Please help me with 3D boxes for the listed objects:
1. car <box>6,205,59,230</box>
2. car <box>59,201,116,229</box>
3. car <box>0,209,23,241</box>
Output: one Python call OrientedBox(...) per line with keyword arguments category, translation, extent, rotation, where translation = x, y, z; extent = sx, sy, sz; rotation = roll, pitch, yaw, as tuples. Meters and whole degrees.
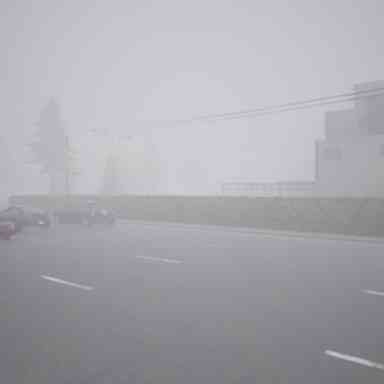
OrientedBox(category="car", translation=(-10.302, 1.530, 19.932), extent=(4.674, 1.442, 1.812), rotation=(0, 0, 35))
OrientedBox(category="car", translation=(-7.200, 1.357, 22.035), extent=(4.553, 1.767, 2.097), rotation=(0, 0, 36))
OrientedBox(category="car", translation=(-10.212, 1.605, 15.585), extent=(4.718, 1.301, 1.895), rotation=(0, 0, 36))
